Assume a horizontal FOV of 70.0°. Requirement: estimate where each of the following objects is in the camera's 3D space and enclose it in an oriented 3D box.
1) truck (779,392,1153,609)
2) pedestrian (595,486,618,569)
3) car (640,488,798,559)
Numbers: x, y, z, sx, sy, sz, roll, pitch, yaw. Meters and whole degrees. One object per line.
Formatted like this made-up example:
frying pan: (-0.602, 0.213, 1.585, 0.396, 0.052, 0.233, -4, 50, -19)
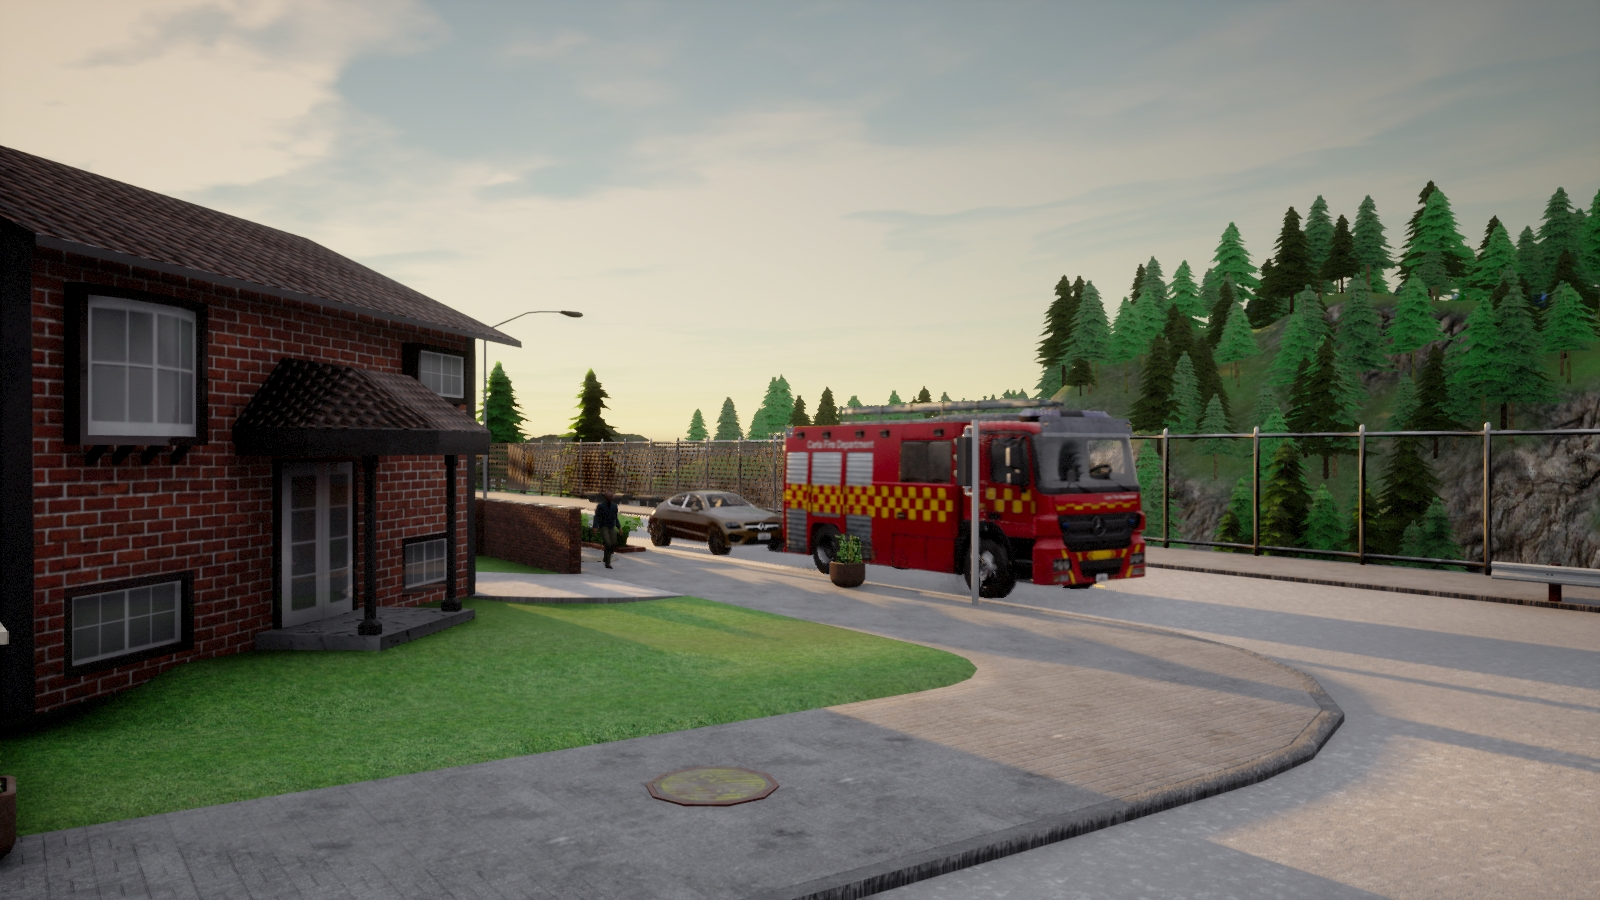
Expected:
truck: (3.104, 0.891, 24.389, 2.891, 3.827, 8.468, 0, 0, -35)
pedestrian: (-4.378, 1.745, 25.850, 0.375, 1.860, 0.375, 0, 0, -35)
car: (-2.381, 1.992, 32.240, 2.152, 1.651, 5.027, 0, 0, -35)
